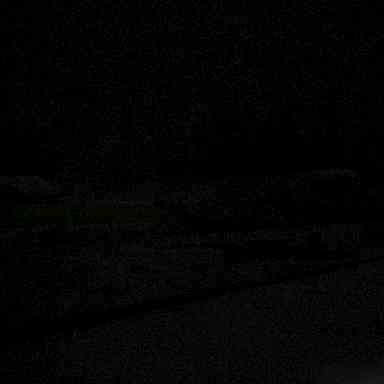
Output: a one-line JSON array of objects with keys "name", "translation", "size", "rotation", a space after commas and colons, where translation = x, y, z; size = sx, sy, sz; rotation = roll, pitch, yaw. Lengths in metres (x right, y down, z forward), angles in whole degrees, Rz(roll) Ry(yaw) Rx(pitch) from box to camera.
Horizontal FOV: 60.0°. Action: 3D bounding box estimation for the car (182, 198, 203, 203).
[{"name": "car", "translation": [0.051, 1.839, 62.219], "size": [1.882, 1.535, 5.008], "rotation": [1, -1, -35]}]
